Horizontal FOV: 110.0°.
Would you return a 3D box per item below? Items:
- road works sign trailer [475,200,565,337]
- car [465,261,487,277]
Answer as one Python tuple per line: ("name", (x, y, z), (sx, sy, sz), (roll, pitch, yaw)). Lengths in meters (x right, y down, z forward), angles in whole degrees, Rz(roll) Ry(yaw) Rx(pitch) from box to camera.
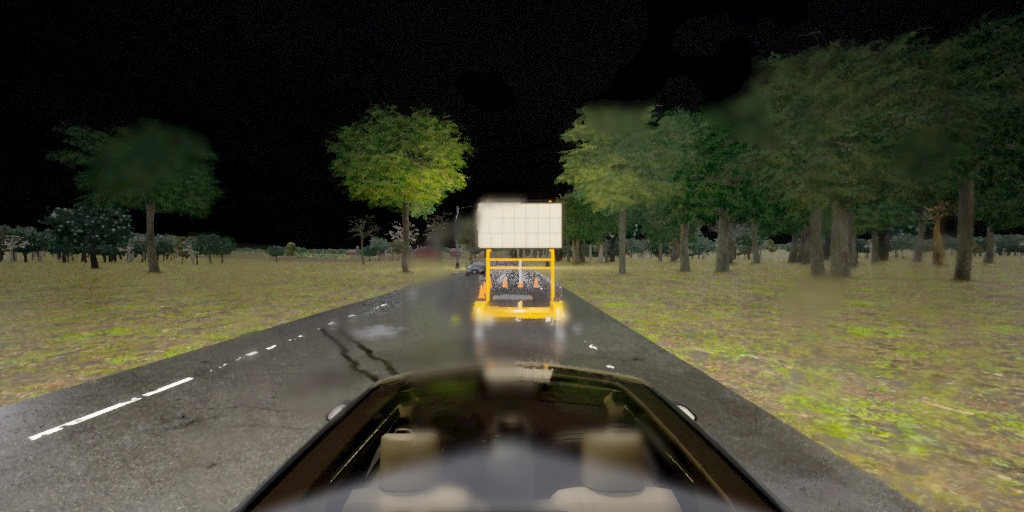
("road works sign trailer", (0.240, 0.210, 10.246), (2.380, 3.560, 2.880), (0, 0, 2))
("car", (-3.430, 1.256, 35.362), (1.837, 1.490, 4.892), (0, 0, 0))
